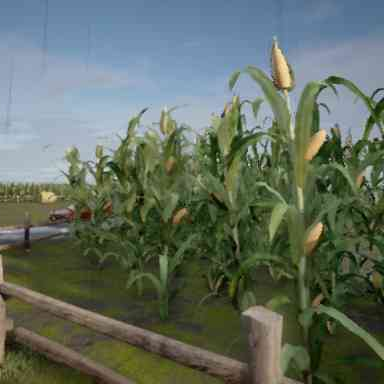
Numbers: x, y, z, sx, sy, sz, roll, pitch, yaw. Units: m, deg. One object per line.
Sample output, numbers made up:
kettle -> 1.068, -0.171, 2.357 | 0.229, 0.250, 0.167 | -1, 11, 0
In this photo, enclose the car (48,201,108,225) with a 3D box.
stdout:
car -> -7.789, 1.451, 23.701 | 1.882, 1.535, 5.008 | 1, 0, 28
